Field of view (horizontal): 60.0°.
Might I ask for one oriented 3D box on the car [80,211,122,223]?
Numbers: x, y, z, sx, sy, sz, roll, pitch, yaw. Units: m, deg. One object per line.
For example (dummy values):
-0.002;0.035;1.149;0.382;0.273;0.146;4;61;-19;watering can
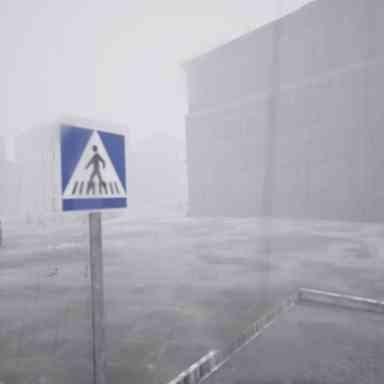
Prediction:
-8.879;2.215;32.704;1.994;1.385;4.181;-3;1;33;car
